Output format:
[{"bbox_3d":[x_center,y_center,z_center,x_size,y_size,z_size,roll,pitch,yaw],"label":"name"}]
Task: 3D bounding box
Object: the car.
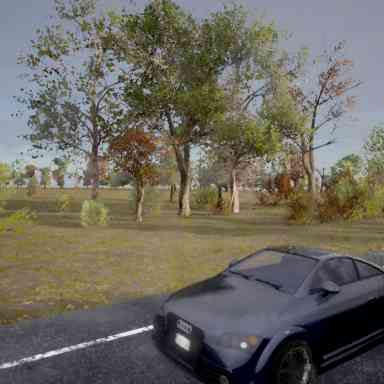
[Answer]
[{"bbox_3d":[1.532,1.565,5.014,4.181,1.385,1.994,0,0,-35],"label":"car"}]
